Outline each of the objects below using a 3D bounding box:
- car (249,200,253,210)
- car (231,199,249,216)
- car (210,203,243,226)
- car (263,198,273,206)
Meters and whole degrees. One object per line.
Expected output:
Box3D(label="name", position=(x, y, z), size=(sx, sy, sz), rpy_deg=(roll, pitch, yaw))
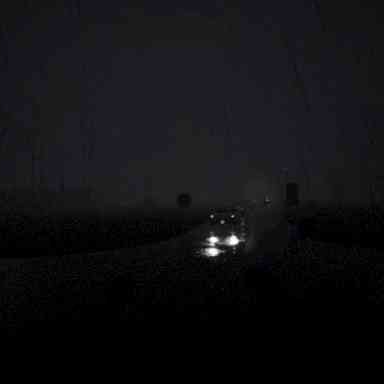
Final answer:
Box3D(label="car", position=(8.213, 1.867, 50.497), size=(1.812, 1.442, 4.674), rpy_deg=(-1, 0, 14))
Box3D(label="car", position=(4.803, 1.782, 35.763), size=(1.812, 1.442, 4.674), rpy_deg=(-1, -1, 13))
Box3D(label="car", position=(2.565, 1.796, 25.321), size=(1.895, 1.301, 4.718), rpy_deg=(-1, -1, 12))
Box3D(label="car", position=(14.915, 1.934, 65.228), size=(2.033, 1.411, 5.357), rpy_deg=(-1, 0, 15))
